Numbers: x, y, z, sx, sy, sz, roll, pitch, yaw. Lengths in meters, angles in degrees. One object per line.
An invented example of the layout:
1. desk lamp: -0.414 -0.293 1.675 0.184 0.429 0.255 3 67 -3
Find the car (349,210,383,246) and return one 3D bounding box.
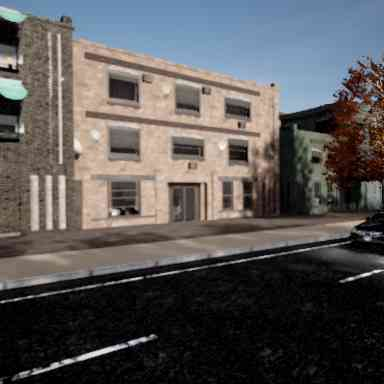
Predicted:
1. car: 8.388 1.453 13.665 4.674 1.442 1.812 0 0 -36
